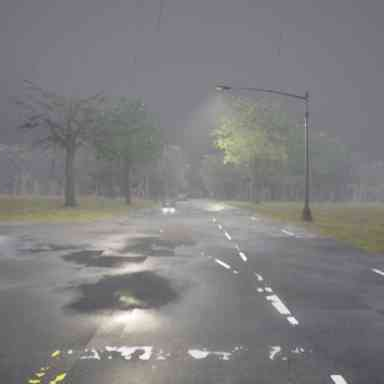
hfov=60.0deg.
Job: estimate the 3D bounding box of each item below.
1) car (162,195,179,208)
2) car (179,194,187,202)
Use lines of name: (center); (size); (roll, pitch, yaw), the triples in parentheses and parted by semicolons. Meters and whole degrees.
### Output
car: (-3.427, 1.600, 49.446); (2.128, 1.511, 4.902); (0, 0, 0)
car: (-2.441, 1.469, 83.817); (2.150, 2.045, 5.566); (0, 0, 6)
